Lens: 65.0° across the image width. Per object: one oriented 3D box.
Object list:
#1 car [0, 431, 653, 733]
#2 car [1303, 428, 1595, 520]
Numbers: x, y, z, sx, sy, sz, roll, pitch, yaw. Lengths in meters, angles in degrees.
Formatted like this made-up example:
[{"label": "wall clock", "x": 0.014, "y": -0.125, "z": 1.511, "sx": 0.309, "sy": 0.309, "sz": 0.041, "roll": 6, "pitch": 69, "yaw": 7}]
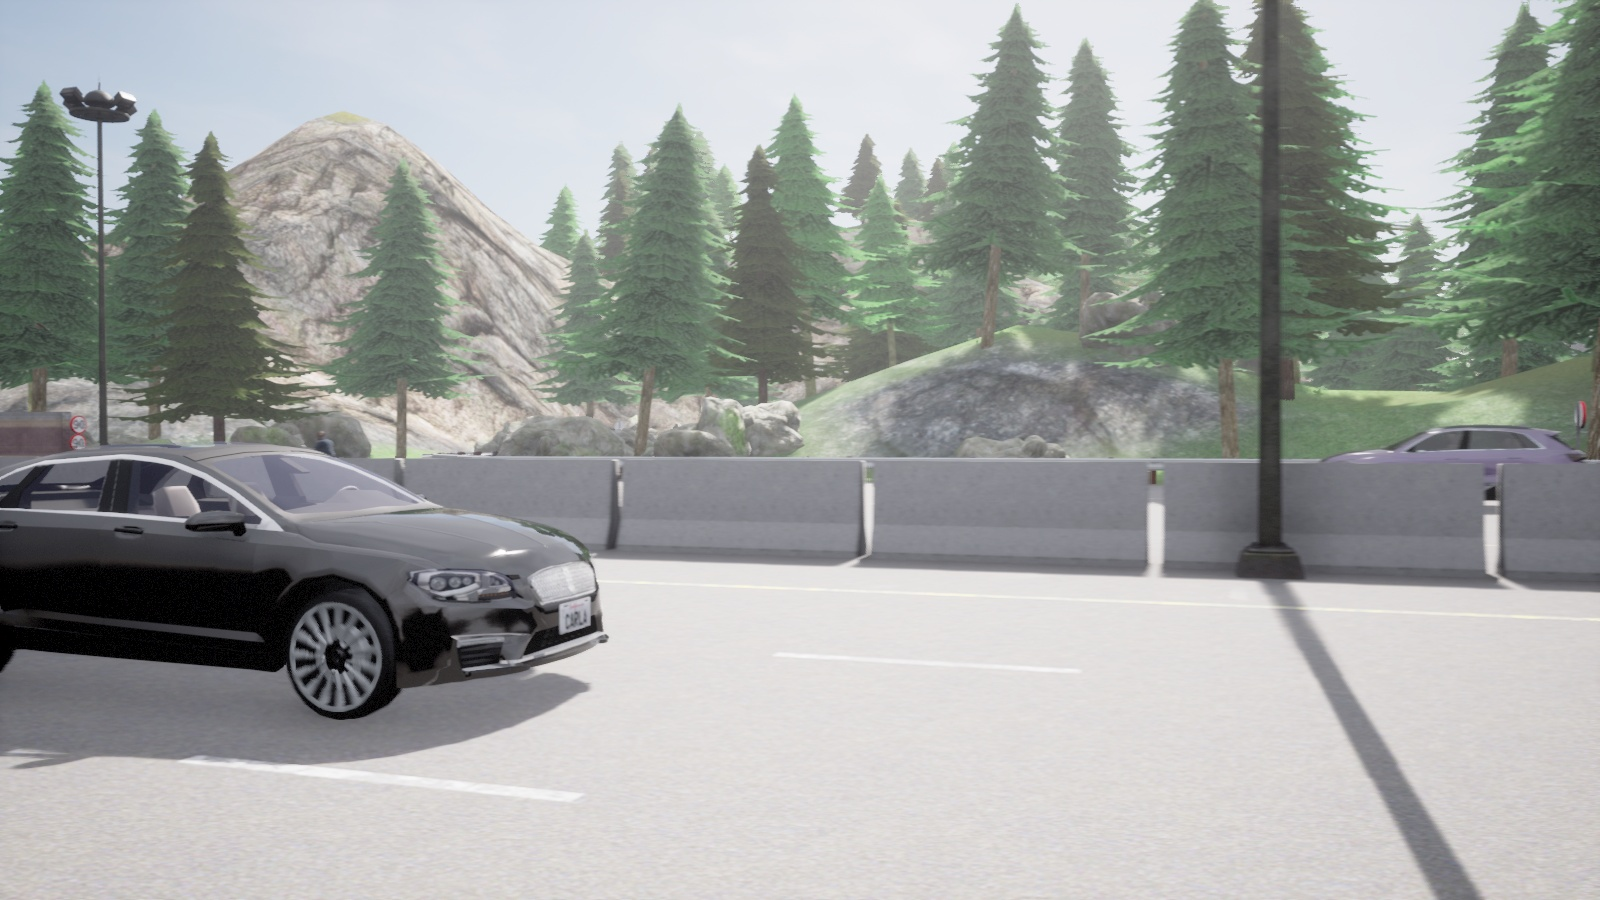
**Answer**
[{"label": "car", "x": -3.639, "y": 0.640, "z": 8.109, "sx": 4.902, "sy": 1.511, "sz": 2.128, "roll": 0, "pitch": 1, "yaw": 18}, {"label": "car", "x": 12.612, "y": 0.408, "z": 24.796, "sx": 4.856, "sy": 1.649, "sz": 2.033, "roll": 1, "pitch": 1, "yaw": 19}]
